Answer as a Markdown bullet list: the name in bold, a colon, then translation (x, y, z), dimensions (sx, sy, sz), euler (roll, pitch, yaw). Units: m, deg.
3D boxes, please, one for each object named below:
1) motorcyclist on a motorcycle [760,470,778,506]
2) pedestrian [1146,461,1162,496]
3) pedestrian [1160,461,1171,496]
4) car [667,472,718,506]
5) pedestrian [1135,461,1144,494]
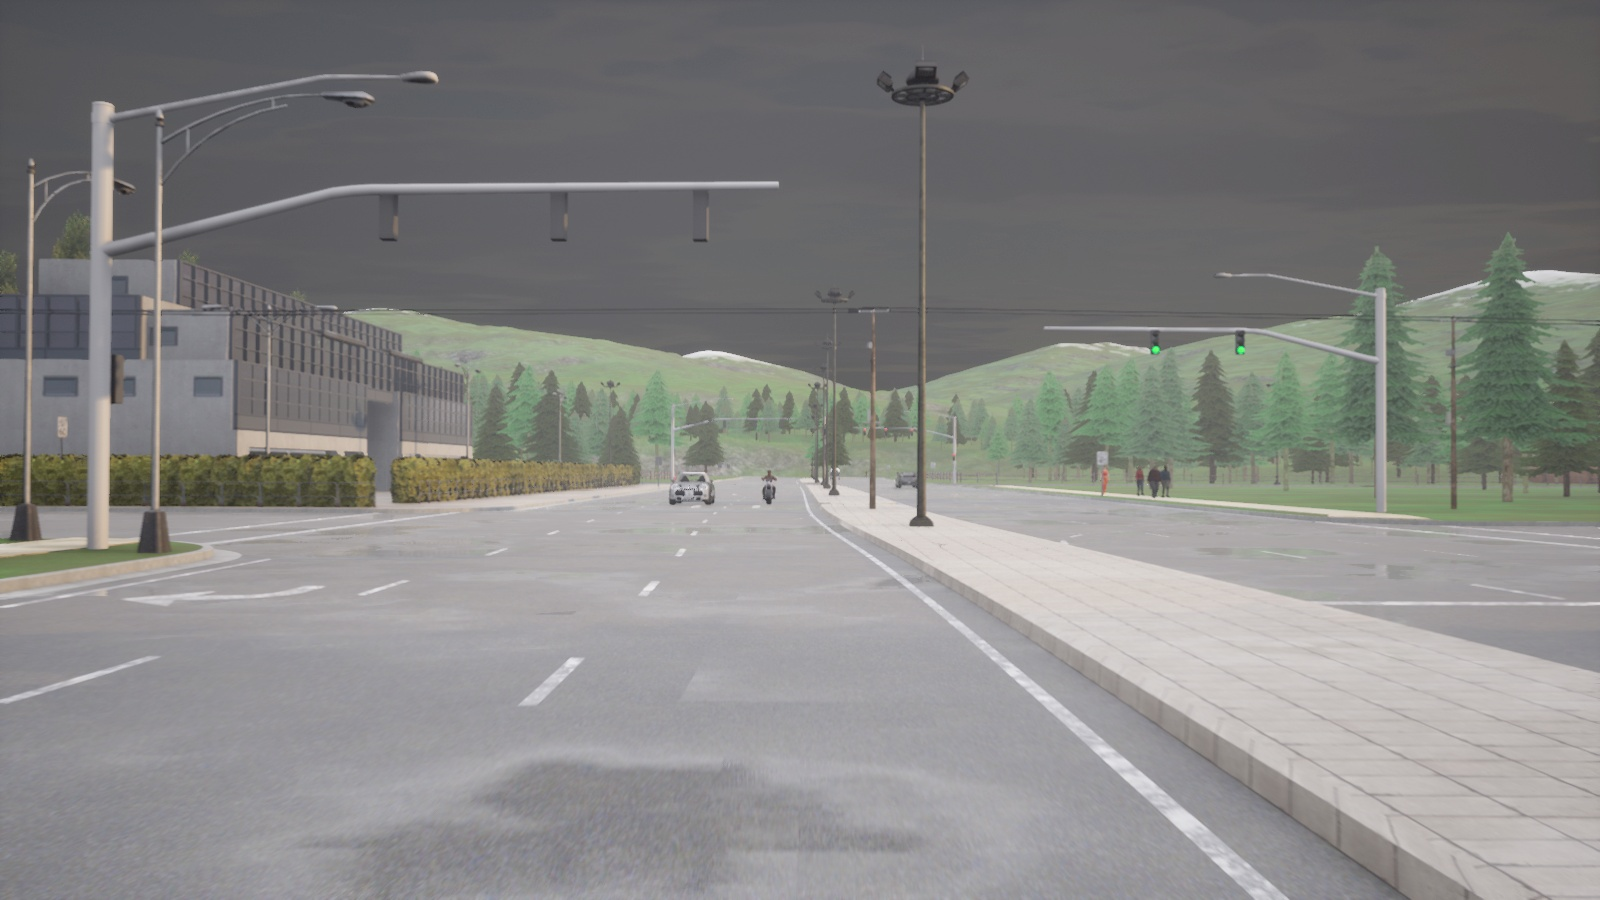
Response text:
- **motorcyclist on a motorcycle**: translation (-1.419, 1.754, 58.323), dimensions (0.766, 1.649, 2.350), euler (0, -1, 0)
- **pedestrian**: translation (18.654, 1.495, 66.187), dimensions (0.634, 1.844, 0.899), euler (0, -1, 2)
- **pedestrian**: translation (19.509, 1.507, 67.067), dimensions (0.370, 1.835, 0.726), euler (0, -1, 0)
- **car**: translation (-4.918, 1.777, 57.903), dimensions (1.970, 1.475, 3.806), euler (0, -1, 0)
- **pedestrian**: translation (19.249, 1.576, 71.122), dimensions (0.331, 1.846, 0.636), euler (0, -1, 1)
